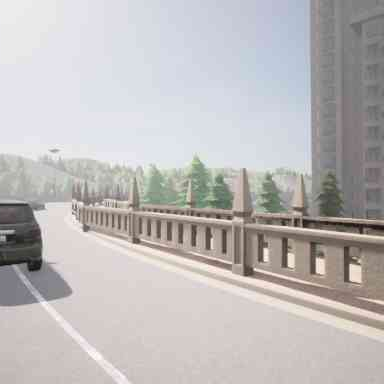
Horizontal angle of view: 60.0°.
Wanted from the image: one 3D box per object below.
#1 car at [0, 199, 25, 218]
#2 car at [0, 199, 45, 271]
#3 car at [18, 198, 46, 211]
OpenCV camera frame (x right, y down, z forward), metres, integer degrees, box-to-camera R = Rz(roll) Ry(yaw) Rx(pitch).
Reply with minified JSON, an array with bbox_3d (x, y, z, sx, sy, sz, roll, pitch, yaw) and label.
[{"bbox_3d":[-17.319,1.465,31.505,1.882,1.535,5.008,0,0,-17],"label":"car"},{"bbox_3d":[-6.109,1.223,10.238,2.150,2.045,5.566,0,0,-34],"label":"car"},{"bbox_3d":[-19.725,1.538,41.213,1.994,1.385,4.181,0,0,-10],"label":"car"}]
